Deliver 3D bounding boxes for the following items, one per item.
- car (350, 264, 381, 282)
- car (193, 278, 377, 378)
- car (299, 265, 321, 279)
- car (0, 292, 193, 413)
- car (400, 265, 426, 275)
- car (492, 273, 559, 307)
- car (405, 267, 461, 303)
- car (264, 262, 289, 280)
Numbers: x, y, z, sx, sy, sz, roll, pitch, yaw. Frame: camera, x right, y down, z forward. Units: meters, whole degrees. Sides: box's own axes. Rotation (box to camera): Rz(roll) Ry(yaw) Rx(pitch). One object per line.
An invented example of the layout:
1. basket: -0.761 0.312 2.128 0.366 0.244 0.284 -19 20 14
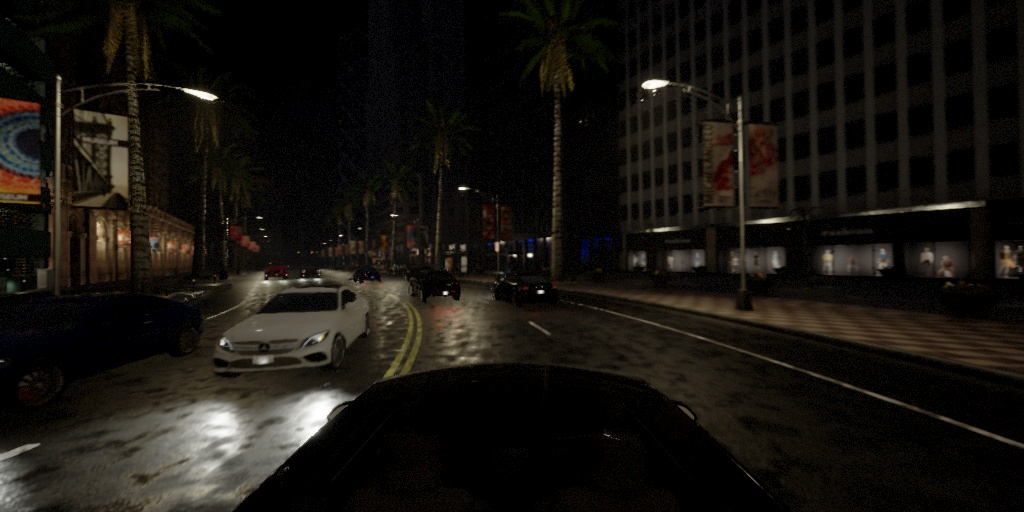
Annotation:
1. car: -14.029 1.790 34.707 1.812 1.442 4.674 0 -1 -34
2. car: -4.379 1.392 7.903 1.812 1.442 4.674 0 -1 -12
3. car: -25.113 1.848 44.575 2.097 1.767 4.553 0 -1 -34
4. car: -7.603 1.411 6.275 1.812 1.442 4.674 0 -1 -10
5. car: -8.146 1.675 32.126 1.837 1.490 4.892 0 -1 -33
6. car: 0.506 1.469 16.574 1.994 1.385 4.181 0 -1 -20
7. car: -4.088 1.484 18.636 1.837 1.490 4.892 1 -1 -25
8. car: -27.390 1.712 41.680 2.150 2.045 5.566 0 -1 -34
